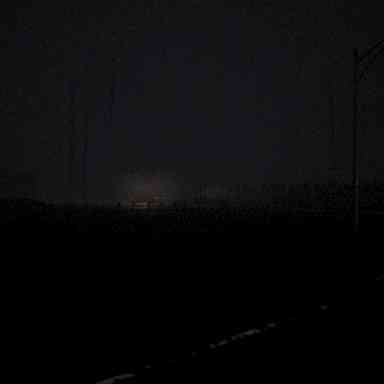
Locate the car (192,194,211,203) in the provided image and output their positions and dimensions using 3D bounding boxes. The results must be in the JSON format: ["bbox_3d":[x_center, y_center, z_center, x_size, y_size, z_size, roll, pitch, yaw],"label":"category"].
[{"bbox_3d":[2.204,1.440,64.268,2.150,2.045,5.566,-1,0,-35],"label":"car"}]
